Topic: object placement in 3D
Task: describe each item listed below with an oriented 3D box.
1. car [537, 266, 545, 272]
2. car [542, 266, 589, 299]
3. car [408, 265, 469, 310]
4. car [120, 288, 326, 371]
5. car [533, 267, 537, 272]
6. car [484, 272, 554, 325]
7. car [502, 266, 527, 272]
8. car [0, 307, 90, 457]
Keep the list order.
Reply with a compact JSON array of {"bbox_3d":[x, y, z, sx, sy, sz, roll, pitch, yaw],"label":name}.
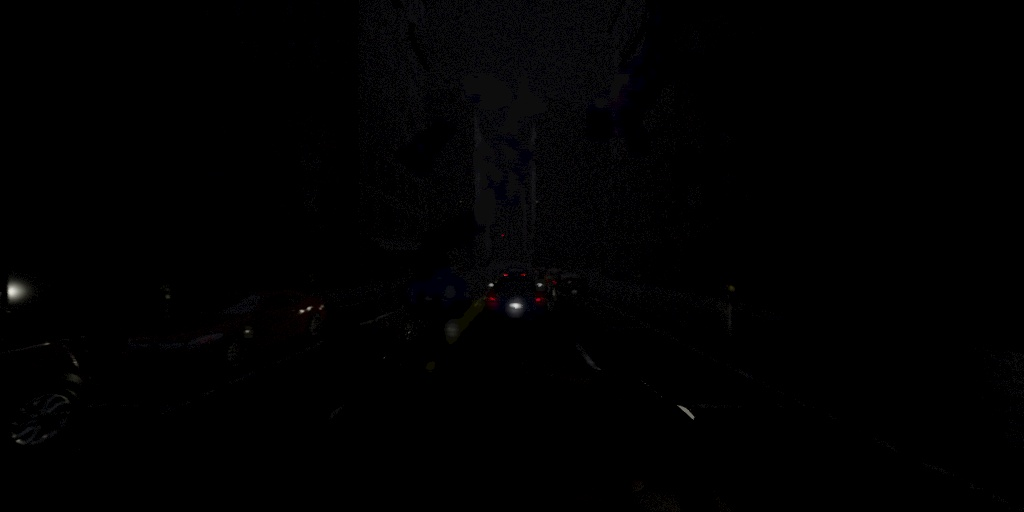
[{"bbox_3d":[2.943,1.467,24.638,1.751,1.417,4.829,0,0,0],"label":"car"},{"bbox_3d":[2.923,1.446,18.882,2.007,1.370,4.403,0,0,0],"label":"car"},{"bbox_3d":[-3.055,1.345,15.730,1.882,1.535,5.008,0,0,0],"label":"car"},{"bbox_3d":[-5.654,1.381,7.738,1.802,1.307,4.207,0,0,0],"label":"car"},{"bbox_3d":[2.962,1.552,30.054,1.948,1.339,4.313,0,0,0],"label":"car"},{"bbox_3d":[0.128,1.403,12.188,1.994,1.385,4.181,0,0,0],"label":"car"},{"bbox_3d":[0.179,1.489,27.414,1.812,1.442,4.674,0,0,0],"label":"car"},{"bbox_3d":[-5.672,1.191,2.152,1.967,1.591,4.097,0,0,0],"label":"car"}]
